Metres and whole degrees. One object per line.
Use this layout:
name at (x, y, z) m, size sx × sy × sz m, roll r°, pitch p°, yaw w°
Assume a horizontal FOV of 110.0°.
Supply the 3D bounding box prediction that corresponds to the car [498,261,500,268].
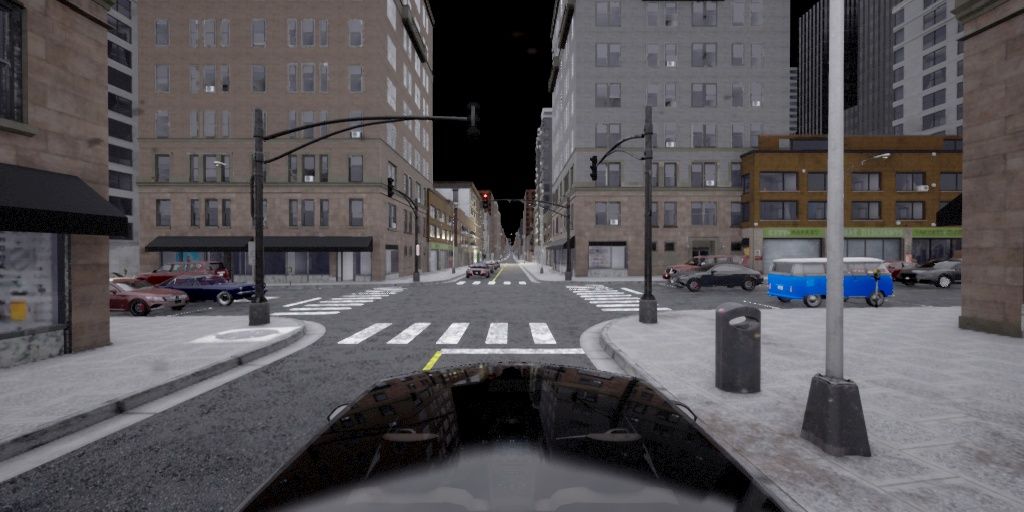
car at (-3.077, 1.299, 51.724) m, size 1.812 × 1.442 × 4.674 m, roll 0°, pitch 0°, yaw 0°

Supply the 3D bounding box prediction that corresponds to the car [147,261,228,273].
car at (-20.343, 1.270, 22.178) m, size 5.009 × 1.841 × 2.192 m, roll 0°, pitch 0°, yaw 0°

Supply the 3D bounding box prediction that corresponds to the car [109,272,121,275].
car at (-26.017, 1.550, 22.165) m, size 4.829 × 1.417 × 1.751 m, roll 0°, pitch 0°, yaw 0°

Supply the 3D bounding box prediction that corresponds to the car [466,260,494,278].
car at (-3.083, 1.318, 33.606) m, size 1.994 × 1.385 × 4.181 m, roll 0°, pitch 0°, yaw 1°

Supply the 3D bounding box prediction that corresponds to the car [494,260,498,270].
car at (-3.089, 1.253, 42.592) m, size 2.128 × 1.511 × 4.902 m, roll 0°, pitch 0°, yaw 0°

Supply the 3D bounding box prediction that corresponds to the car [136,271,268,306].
car at (-13.953, 1.517, 16.330) m, size 4.718 × 1.301 × 1.895 m, roll -1°, pitch 0°, yaw 0°

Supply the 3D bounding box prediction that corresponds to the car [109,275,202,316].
car at (-14.817, 1.527, 13.666) m, size 4.207 × 1.307 × 1.802 m, roll 0°, pitch 0°, yaw 0°

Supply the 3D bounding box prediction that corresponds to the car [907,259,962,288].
car at (24.058, 0.933, 19.614) m, size 4.892 × 1.490 × 1.837 m, roll -1°, pitch 0°, yaw 0°

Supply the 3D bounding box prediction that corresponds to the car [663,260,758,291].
car at (11.103, 1.113, 19.603) m, size 4.674 × 1.442 × 1.812 m, roll -1°, pitch 0°, yaw 1°

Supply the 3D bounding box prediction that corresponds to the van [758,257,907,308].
van at (12.119, 0.957, 13.729) m, size 3.998 × 1.789 × 1.690 m, roll 0°, pitch 0°, yaw 0°

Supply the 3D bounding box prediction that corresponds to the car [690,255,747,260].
car at (12.098, 0.871, 22.255) m, size 5.009 × 1.841 × 2.192 m, roll 0°, pitch 0°, yaw 0°
